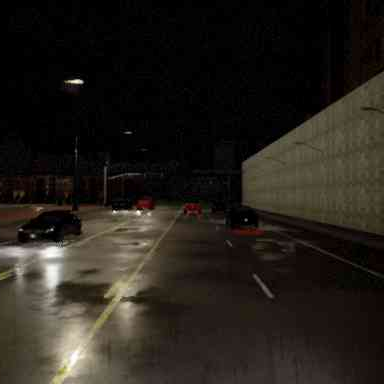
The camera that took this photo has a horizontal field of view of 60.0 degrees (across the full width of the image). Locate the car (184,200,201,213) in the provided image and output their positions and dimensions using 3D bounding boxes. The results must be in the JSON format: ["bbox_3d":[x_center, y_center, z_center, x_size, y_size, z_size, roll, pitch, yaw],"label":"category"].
[{"bbox_3d":[0.088,1.809,43.392,2.097,1.767,4.553,0,-1,0],"label":"car"}]

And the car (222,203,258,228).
[{"bbox_3d":[3.606,1.737,24.618,1.882,1.535,5.008,0,-1,0],"label":"car"}]

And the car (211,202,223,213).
[{"bbox_3d":[3.589,2.023,43.748,1.994,1.385,4.181,0,-1,0],"label":"car"}]

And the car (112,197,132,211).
[{"bbox_3d":[-10.514,1.757,50.622,2.150,2.045,5.566,0,-1,0],"label":"car"}]

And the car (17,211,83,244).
[{"bbox_3d":[-7.071,1.707,17.119,1.812,1.442,4.674,0,-1,0],"label":"car"}]

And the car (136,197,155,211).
[{"bbox_3d":[-7.014,1.757,50.639,2.150,2.045,5.566,0,-1,0],"label":"car"}]
